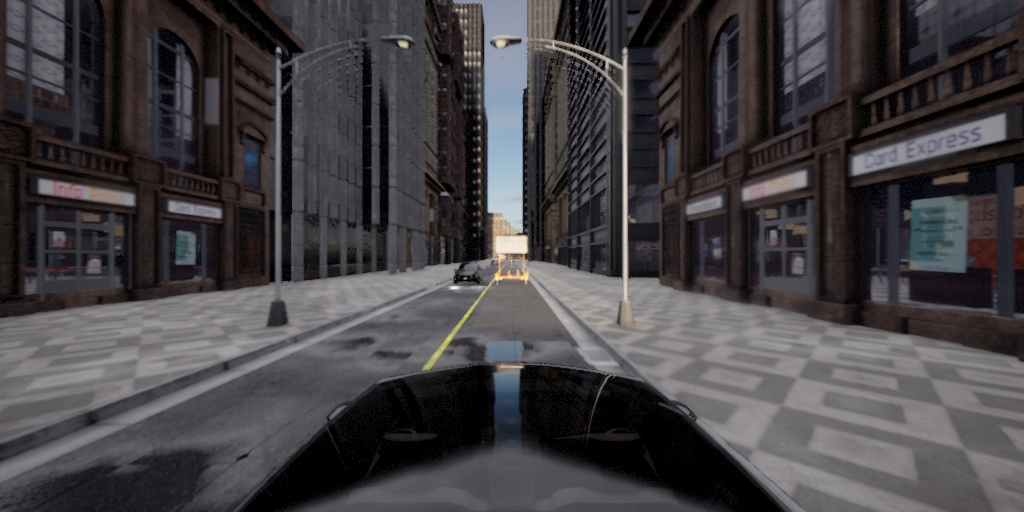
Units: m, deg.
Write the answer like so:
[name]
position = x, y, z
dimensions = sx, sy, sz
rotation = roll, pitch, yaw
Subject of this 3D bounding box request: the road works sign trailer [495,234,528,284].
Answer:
[road works sign trailer]
position = -0.034, 0.215, 26.121
dimensions = 2.380, 3.560, 2.880
rotation = 0, 0, 0

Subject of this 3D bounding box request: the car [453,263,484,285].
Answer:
[car]
position = -3.131, 1.256, 26.383
dimensions = 1.837, 1.490, 4.892
rotation = 0, 0, 0
